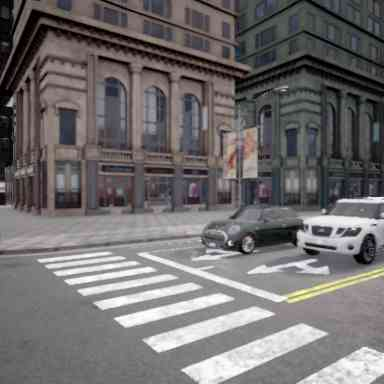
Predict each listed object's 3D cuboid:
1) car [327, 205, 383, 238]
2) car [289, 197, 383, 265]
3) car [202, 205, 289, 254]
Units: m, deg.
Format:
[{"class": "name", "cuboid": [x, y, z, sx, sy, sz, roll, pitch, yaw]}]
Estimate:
[{"class": "car", "cuboid": [9.702, 1.538, 18.562, 4.674, 1.442, 1.812, 0, 0, -35]}, {"class": "car", "cuboid": [6.297, 1.230, 12.157, 5.566, 2.045, 2.150, 0, 0, -35]}, {"class": "car", "cuboid": [2.599, 1.359, 13.550, 4.553, 1.767, 2.097, 0, 0, -35]}]
